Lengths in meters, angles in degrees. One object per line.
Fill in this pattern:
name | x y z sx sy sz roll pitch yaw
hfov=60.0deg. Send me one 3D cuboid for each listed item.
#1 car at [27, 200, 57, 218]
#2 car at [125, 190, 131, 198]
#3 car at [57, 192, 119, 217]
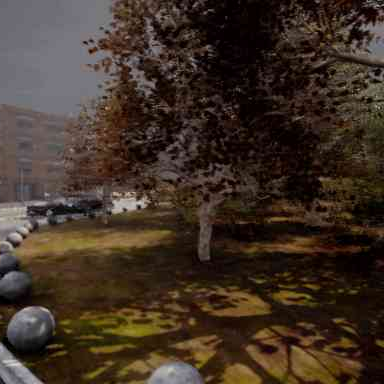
car | -13.231 1.536 31.495 1.882 1.535 5.008 -1 2 19
car | -11.615 0.191 61.106 1.946 1.575 5.366 -1 3 31
car | -9.767 1.200 31.865 2.150 2.045 5.566 -1 2 21
